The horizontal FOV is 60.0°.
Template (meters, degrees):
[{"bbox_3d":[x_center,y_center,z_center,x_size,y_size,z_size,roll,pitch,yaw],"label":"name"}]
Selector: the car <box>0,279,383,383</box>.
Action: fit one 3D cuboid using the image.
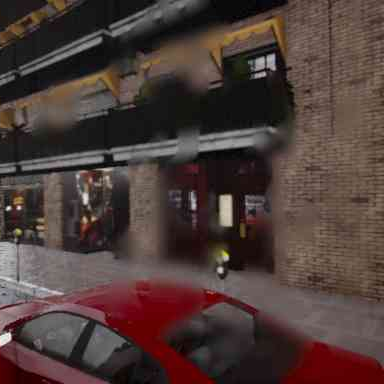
[{"bbox_3d":[-0.656,1.566,3.199,4.507,1.381,1.887,-1,-1,35],"label":"car"}]
